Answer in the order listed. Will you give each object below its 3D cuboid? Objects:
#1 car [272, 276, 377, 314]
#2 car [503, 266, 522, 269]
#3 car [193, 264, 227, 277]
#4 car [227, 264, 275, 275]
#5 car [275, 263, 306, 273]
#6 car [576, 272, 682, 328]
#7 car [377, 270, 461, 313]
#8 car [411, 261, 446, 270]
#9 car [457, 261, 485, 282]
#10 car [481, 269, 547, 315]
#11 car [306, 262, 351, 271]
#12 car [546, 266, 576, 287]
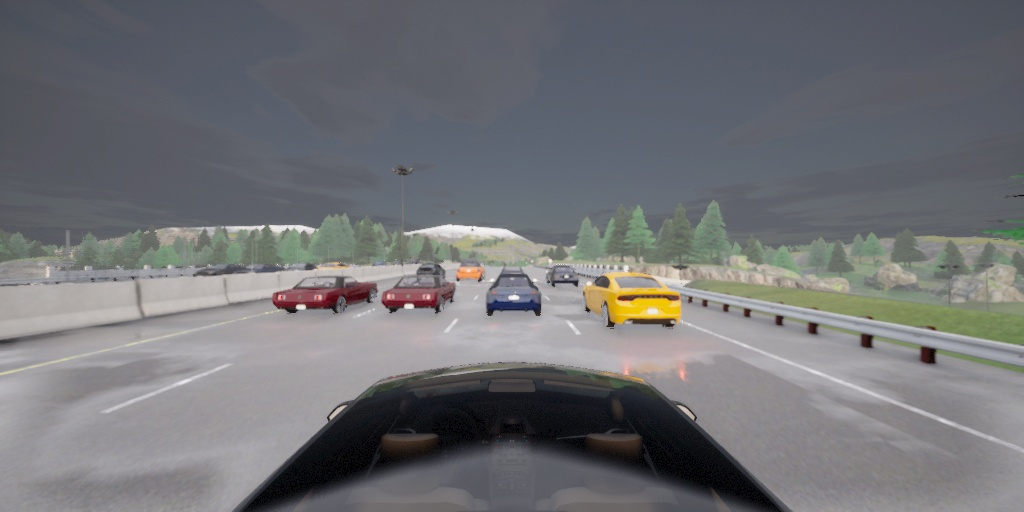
[{"bbox_3d":[-6.933,1.407,14.012,1.895,1.301,4.718,0,0,0],"label":"car"},{"bbox_3d":[0.033,1.460,29.360,1.895,1.301,4.718,0,0,0],"label":"car"},{"bbox_3d":[-28.170,1.459,35.239,2.033,1.411,5.357,0,0,0],"label":"car"},{"bbox_3d":[-24.671,1.456,35.265,2.033,1.411,5.357,0,0,0],"label":"car"},{"bbox_3d":[-21.168,1.434,36.124,1.812,1.442,4.674,0,0,0],"label":"car"},{"bbox_3d":[3.564,1.263,11.545,1.882,1.535,5.008,0,0,0],"label":"car"},{"bbox_3d":[-3.433,1.404,14.196,1.895,1.301,4.718,0,0,0],"label":"car"},{"bbox_3d":[-6.970,1.378,31.120,1.837,1.490,4.892,0,0,0],"label":"car"},{"bbox_3d":[-3.471,1.220,30.861,2.097,1.767,4.553,0,0,0],"label":"car"},{"bbox_3d":[0.064,1.363,13.929,1.994,1.385,4.181,0,0,0],"label":"car"},{"bbox_3d":[-17.668,1.378,35.231,1.882,1.535,5.008,0,0,0],"label":"car"},{"bbox_3d":[3.532,1.388,25.662,2.033,1.411,5.357,0,0,0],"label":"car"}]
